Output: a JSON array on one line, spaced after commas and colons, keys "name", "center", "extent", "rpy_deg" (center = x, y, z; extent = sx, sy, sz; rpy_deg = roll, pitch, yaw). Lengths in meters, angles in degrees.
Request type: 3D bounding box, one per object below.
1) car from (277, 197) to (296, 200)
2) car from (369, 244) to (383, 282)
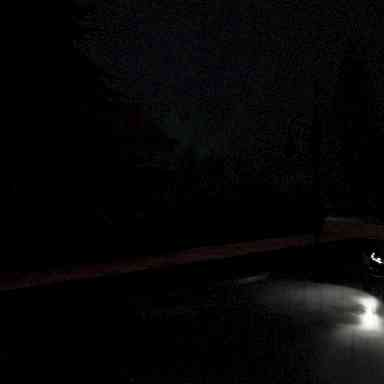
[{"name": "car", "center": [8.315, 1.190, 29.265], "extent": [2.097, 1.767, 4.553], "rpy_deg": [0, 0, -36]}, {"name": "car", "center": [6.487, 1.505, 8.572], "extent": [4.892, 1.490, 1.837], "rpy_deg": [0, 0, -35]}]
